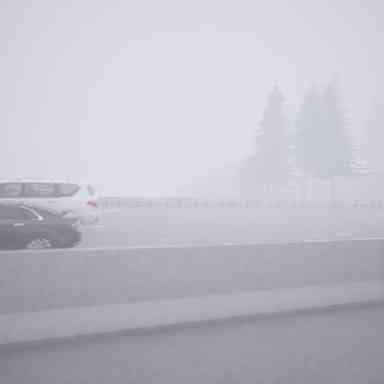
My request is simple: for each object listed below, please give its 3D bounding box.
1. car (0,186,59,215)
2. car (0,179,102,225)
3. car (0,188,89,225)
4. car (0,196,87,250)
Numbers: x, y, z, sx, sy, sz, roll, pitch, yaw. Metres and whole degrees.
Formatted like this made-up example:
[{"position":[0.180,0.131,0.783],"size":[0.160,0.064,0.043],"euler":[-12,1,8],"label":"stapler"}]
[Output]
[{"position":[-9.857,0.454,18.237],"size":[4.674,1.442,1.812],"euler":[1,2,-19],"label":"car"},{"position":[-6.167,0.516,12.111],"size":[5.566,2.045,2.150],"euler":[1,2,-19],"label":"car"},{"position":[-7.375,0.630,15.405],"size":[4.892,1.490,1.837],"euler":[1,2,-19],"label":"car"},{"position":[-5.419,0.959,8.680],"size":[4.892,1.490,1.837],"euler":[1,2,-19],"label":"car"}]
